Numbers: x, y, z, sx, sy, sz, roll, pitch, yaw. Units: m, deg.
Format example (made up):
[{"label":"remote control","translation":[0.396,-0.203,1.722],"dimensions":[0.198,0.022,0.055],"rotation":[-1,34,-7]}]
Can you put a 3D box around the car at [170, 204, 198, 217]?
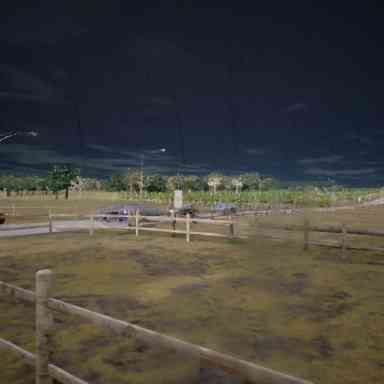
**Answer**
[{"label":"car","translation":[-1.172,2.180,40.208],"dimensions":[2.128,1.511,4.902],"rotation":[1,-1,35]}]

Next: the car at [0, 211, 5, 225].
[{"label":"car","translation":[-14.775,1.644,21.313],"dimensions":[1.882,1.535,5.008],"rotation":[1,0,38]}]

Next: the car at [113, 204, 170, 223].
[{"label":"car","translation":[-4.500,1.851,30.392],"dimensions":[2.097,1.767,4.553],"rotation":[1,-1,35]}]

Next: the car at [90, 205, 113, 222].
[{"label":"car","translation":[-7.356,1.942,31.445],"dimensions":[1.837,1.490,4.892],"rotation":[1,-1,35]}]

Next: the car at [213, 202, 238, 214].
[{"label":"car","translation":[4.836,2.307,48.652],"dimensions":[2.097,1.767,4.553],"rotation":[1,-1,36]}]
